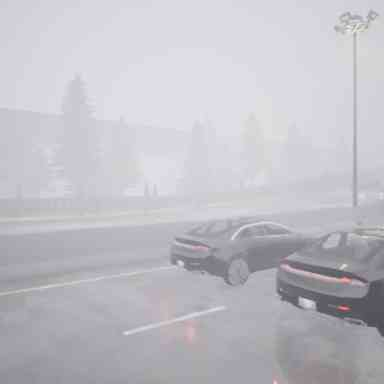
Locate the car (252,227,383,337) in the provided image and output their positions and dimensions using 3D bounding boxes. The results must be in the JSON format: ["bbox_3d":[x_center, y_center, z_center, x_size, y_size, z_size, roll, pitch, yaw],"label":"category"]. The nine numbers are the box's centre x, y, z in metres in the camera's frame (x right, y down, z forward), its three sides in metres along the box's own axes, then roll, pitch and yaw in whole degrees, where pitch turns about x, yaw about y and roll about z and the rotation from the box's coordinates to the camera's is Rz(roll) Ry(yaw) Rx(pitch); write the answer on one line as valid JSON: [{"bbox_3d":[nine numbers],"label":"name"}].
[{"bbox_3d":[3.744,1.470,6.500,4.902,1.511,2.128,-1,0,-35],"label":"car"}]

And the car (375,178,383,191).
[{"bbox_3d":[23.319,-0.969,38.033,4.674,1.442,1.812,-8,5,-35],"label":"car"}]

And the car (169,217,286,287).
[{"bbox_3d":[1.708,1.471,9.347,4.902,1.511,2.128,-1,0,-35],"label":"car"}]

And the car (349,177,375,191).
[{"bbox_3d":[21.270,-1.016,40.870,5.008,1.535,1.882,-8,5,-35],"label":"car"}]
